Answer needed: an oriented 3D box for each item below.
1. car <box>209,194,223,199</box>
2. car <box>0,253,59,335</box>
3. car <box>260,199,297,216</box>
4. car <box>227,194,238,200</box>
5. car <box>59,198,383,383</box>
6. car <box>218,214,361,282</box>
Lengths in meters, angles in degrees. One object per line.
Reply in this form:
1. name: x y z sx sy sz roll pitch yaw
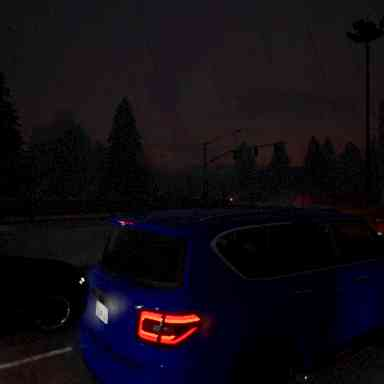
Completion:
1. car: 2.317 1.344 50.277 1.994 1.385 4.181 -1 0 -35
2. car: -3.782 1.564 5.339 4.181 1.385 1.994 0 0 -36
3. car: 8.293 1.425 31.587 1.895 1.301 4.718 0 0 34
4. car: 5.420 1.106 51.947 2.097 1.767 4.553 -1 0 -35
5. car: 1.342 1.205 4.685 5.566 2.045 2.150 -1 0 -35
6. car: 3.063 1.513 10.201 4.181 1.385 1.994 -1 0 -34
